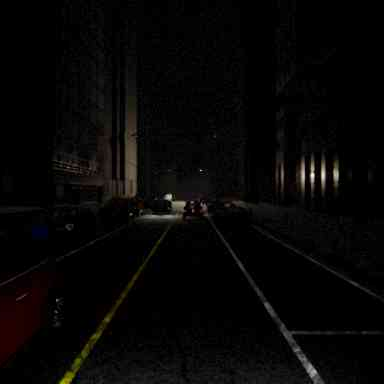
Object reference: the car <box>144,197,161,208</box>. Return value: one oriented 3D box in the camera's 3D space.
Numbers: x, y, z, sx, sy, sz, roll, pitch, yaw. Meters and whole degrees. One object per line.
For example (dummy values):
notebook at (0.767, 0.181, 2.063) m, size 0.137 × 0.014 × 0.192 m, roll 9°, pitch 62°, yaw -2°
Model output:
car at (-5.858, 1.553, 49.496) m, size 1.967 × 1.590 × 4.097 m, roll 0°, pitch 0°, yaw 0°

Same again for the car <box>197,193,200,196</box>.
car at (2.668, 1.525, 72.035) m, size 2.192 × 1.841 × 5.009 m, roll 0°, pitch 0°, yaw 0°

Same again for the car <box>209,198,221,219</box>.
car at (2.668, 1.491, 26.925) m, size 1.967 × 1.590 × 4.097 m, roll 0°, pitch 0°, yaw 0°

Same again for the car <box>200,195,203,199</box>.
car at (2.669, 1.686, 60.966) m, size 1.752 × 1.417 × 4.829 m, roll 0°, pitch -1°, yaw 1°

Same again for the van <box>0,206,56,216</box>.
van at (-5.858, 1.358, 10.020) m, size 1.690 × 1.788 × 3.998 m, roll 0°, pitch 0°, yaw 0°

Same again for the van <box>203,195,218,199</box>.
van at (2.667, 1.435, 43.843) m, size 1.690 × 1.788 × 3.998 m, roll 0°, pitch 0°, yaw 0°

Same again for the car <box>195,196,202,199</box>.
car at (0.051, 1.615, 42.389) m, size 1.812 × 1.442 × 4.674 m, roll 0°, pitch 0°, yaw 0°

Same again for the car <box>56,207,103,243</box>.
car at (-5.858, 1.469, 15.660) m, size 1.967 × 1.590 × 4.097 m, roll 0°, pitch 0°, yaw 0°

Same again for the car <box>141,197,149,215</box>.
car at (-5.857, 1.379, 32.578) m, size 2.192 × 1.841 × 5.009 m, roll 0°, pitch 0°, yaw 0°

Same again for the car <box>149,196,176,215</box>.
car at (-3.098, 1.548, 35.623) m, size 1.882 × 1.535 × 5.008 m, roll 0°, pitch 0°, yaw 0°

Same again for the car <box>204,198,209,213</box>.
car at (2.668, 1.643, 38.203) m, size 1.947 × 1.339 × 4.313 m, roll 0°, pitch 0°, yaw 0°

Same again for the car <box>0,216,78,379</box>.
car at (-3.101, 1.355, 3.587) m, size 2.097 × 1.767 × 4.553 m, roll 0°, pitch 0°, yaw 0°

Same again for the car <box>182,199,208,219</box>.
car at (0.088, 1.605, 29.836) m, size 2.033 × 1.411 × 5.357 m, roll 0°, pitch 0°, yaw 0°

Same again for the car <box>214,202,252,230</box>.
car at (2.668, 1.585, 21.286) m, size 1.887 × 1.381 × 4.507 m, roll 0°, pitch 0°, yaw 0°

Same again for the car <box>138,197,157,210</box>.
car at (-5.858, 1.534, 43.858) m, size 1.967 × 1.590 × 4.097 m, roll 0°, pitch 0°, yaw 0°

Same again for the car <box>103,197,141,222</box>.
car at (-5.858, 1.366, 26.940) m, size 2.192 × 1.841 × 5.009 m, roll 0°, pitch 0°, yaw 0°
